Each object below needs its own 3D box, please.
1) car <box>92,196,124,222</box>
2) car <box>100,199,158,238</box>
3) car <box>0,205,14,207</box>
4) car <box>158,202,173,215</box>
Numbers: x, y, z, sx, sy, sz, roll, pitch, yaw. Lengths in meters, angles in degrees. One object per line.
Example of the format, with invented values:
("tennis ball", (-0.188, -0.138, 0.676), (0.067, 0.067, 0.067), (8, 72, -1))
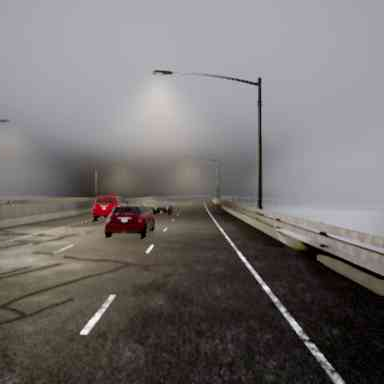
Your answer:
("car", (-6.751, 1.368, 28.308), (2.150, 2.045, 5.566), (0, 0, 1))
("car", (-3.332, 1.448, 18.568), (2.097, 1.767, 4.553), (0, 0, 0))
("car", (-17.336, 1.824, 30.135), (1.895, 1.301, 4.718), (0, 0, 1))
("car", (-3.149, 1.792, 36.889), (1.895, 1.301, 4.718), (0, 0, 1))
